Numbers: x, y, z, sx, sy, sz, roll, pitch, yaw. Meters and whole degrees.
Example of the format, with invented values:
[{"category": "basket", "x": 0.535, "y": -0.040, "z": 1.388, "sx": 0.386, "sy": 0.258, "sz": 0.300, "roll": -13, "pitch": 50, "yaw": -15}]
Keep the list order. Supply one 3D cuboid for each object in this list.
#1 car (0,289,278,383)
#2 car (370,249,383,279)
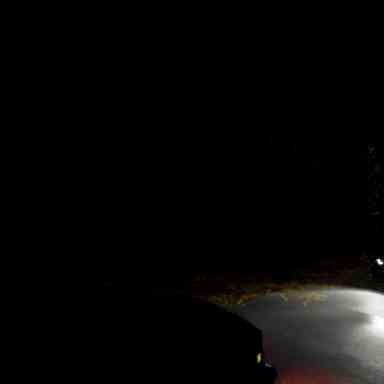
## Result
[{"category": "car", "x": -1.723, "y": 1.558, "z": 2.200, "sx": 5.357, "sy": 1.411, "sz": 2.033, "roll": 0, "pitch": 0, "yaw": -38}, {"category": "car", "x": 6.645, "y": 1.415, "z": 8.387, "sx": 5.357, "sy": 1.411, "sz": 2.033, "roll": -1, "pitch": 1, "yaw": -36}]
